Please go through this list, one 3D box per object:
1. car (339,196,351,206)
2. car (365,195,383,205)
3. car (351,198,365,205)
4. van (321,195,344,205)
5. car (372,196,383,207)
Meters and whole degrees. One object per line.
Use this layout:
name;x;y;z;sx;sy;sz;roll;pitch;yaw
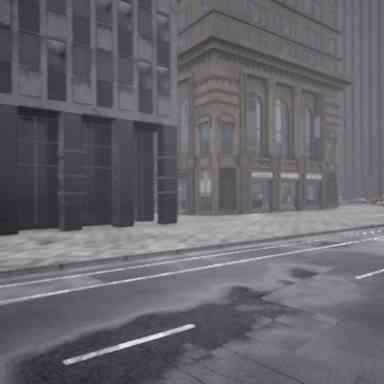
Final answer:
car;25.128;1.818;58.993;2.008;1.369;4.403;-1;0;-35
car;34.797;1.453;60.104;2.192;1.841;5.009;-2;0;-35
car;31.864;1.789;64.256;1.802;1.307;4.206;-2;0;-35
van;28.918;1.617;68.407;1.690;1.788;3.998;-2;0;-35
car;30.882;1.658;50.887;1.752;1.417;4.829;-1;0;-35
